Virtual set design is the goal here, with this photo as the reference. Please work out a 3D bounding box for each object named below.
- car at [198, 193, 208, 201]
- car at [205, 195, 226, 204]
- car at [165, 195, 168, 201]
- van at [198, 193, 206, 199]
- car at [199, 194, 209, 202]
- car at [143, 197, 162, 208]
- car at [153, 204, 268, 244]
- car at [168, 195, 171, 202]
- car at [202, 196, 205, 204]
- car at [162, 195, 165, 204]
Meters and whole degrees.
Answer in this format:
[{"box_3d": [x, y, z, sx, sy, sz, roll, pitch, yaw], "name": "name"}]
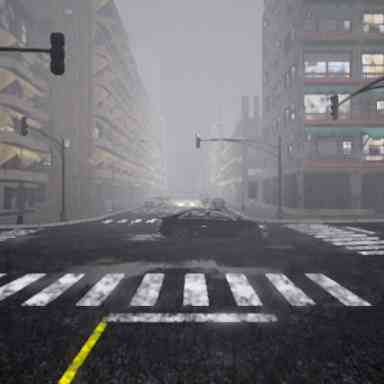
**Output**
[{"box_3d": [2.671, 1.158, 79.520, 2.192, 1.841, 5.009, 0, 0, 0], "name": "car"}, {"box_3d": [2.682, 1.364, 35.246, 1.967, 1.590, 4.097, 0, 0, 0], "name": "car"}, {"box_3d": [-5.704, 1.446, 57.383, 1.947, 1.339, 4.313, 0, 0, 0], "name": "car"}, {"box_3d": [2.674, 1.202, 68.452, 1.690, 1.788, 3.998, 0, 0, 0], "name": "van"}, {"box_3d": [2.676, 1.462, 57.384, 1.802, 1.307, 4.206, 0, 0, 0], "name": "car"}, {"box_3d": [-5.702, 1.452, 46.313, 2.008, 1.369, 4.403, 0, 0, 0], "name": "car"}, {"box_3d": [0.884, 1.460, 14.902, 4.902, 1.511, 2.128, 0, 0, 0], "name": "car"}, {"box_3d": [-5.709, 1.396, 73.984, 1.887, 1.381, 4.507, 0, 0, 0], "name": "car"}, {"box_3d": [2.681, 1.463, 40.780, 2.008, 1.369, 4.403, 0, 0, 0], "name": "car"}, {"box_3d": [-5.703, 1.472, 51.848, 1.802, 1.307, 4.206, 0, 0, 0], "name": "car"}]
